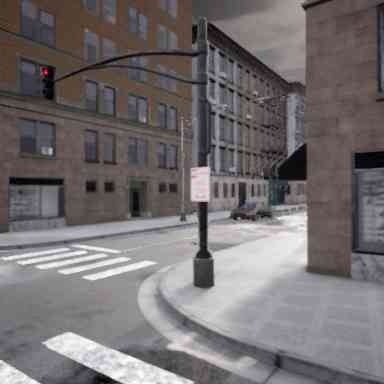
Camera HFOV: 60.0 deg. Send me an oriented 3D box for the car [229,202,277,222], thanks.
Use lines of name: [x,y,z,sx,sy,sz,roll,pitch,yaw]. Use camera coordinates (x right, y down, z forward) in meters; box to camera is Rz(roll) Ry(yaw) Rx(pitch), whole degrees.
car: [4.912,1.496,26.049,2.033,1.411,5.357,0,0,36]
